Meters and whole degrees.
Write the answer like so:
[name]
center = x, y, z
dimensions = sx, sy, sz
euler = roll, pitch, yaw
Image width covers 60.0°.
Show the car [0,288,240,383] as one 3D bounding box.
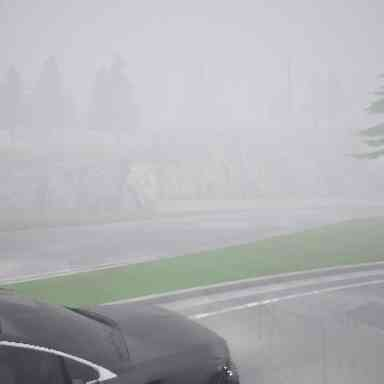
[car]
center = -1.815, 1.502, 2.355
dimensions = 4.892, 1.490, 1.837
euler = 1, -1, -35
